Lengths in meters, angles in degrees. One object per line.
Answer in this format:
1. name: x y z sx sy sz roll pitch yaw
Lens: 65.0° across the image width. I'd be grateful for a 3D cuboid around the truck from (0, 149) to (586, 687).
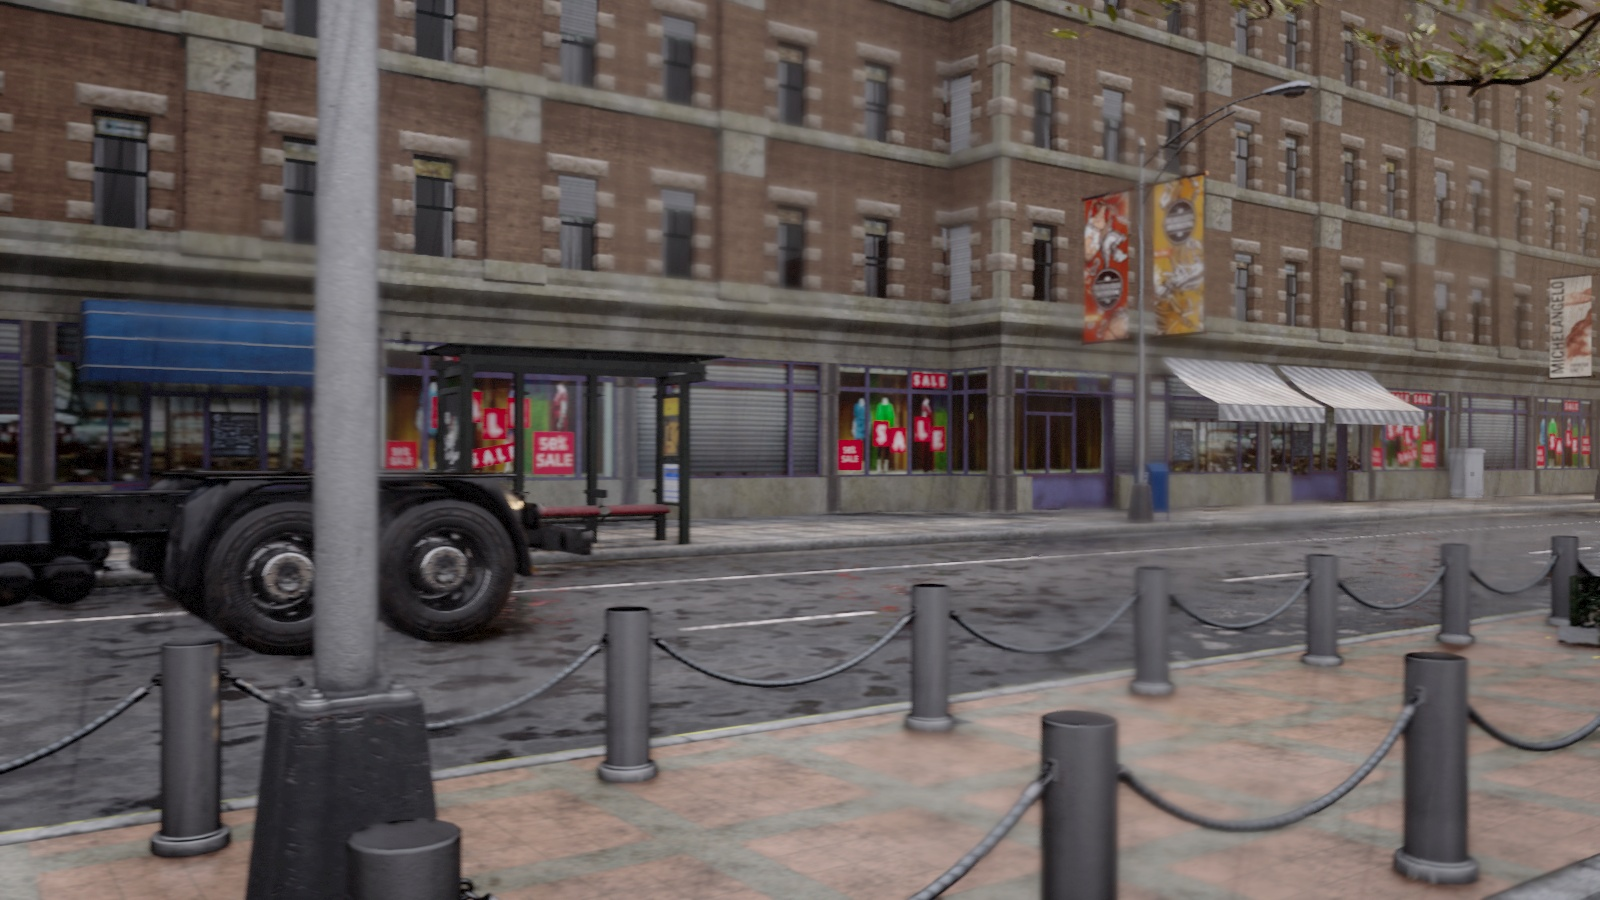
1. truck: -5.856 -0.202 9.333 7.936 3.462 2.891 0 0 -35
